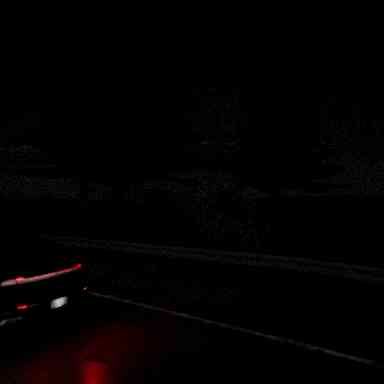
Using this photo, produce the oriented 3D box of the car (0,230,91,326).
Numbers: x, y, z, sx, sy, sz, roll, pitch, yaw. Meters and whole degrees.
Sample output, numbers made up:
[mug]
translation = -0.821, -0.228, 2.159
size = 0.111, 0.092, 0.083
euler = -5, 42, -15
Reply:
[car]
translation = -4.107, 1.500, 6.451
size = 4.902, 1.511, 2.128
euler = 0, 0, 32
